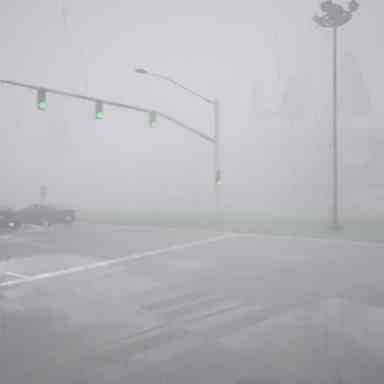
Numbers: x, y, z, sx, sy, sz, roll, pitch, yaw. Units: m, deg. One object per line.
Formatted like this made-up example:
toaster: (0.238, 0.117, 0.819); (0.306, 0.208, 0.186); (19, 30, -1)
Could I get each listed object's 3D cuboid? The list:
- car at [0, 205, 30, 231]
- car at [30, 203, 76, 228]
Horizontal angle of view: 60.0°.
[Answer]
car: (-11.868, 1.497, 19.034); (4.892, 1.490, 1.837); (0, 0, 27)
car: (-9.901, 1.462, 21.946); (5.008, 1.535, 1.882); (0, 0, 28)
